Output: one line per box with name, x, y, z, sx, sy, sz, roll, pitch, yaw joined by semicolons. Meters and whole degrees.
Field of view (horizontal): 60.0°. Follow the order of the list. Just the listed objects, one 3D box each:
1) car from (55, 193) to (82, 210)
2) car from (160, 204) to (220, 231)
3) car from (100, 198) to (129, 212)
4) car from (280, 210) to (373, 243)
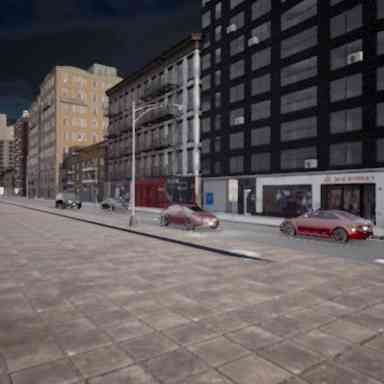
car;-15.676;1.123;42.087;2.150;2.045;5.566;0;0;-35
car;-0.297;1.480;20.347;1.812;1.442;4.674;0;0;-36
car;-8.818;1.420;37.401;2.128;1.511;4.902;0;0;-35
car;6.360;1.538;16.057;1.994;1.385;4.181;0;0;-35
